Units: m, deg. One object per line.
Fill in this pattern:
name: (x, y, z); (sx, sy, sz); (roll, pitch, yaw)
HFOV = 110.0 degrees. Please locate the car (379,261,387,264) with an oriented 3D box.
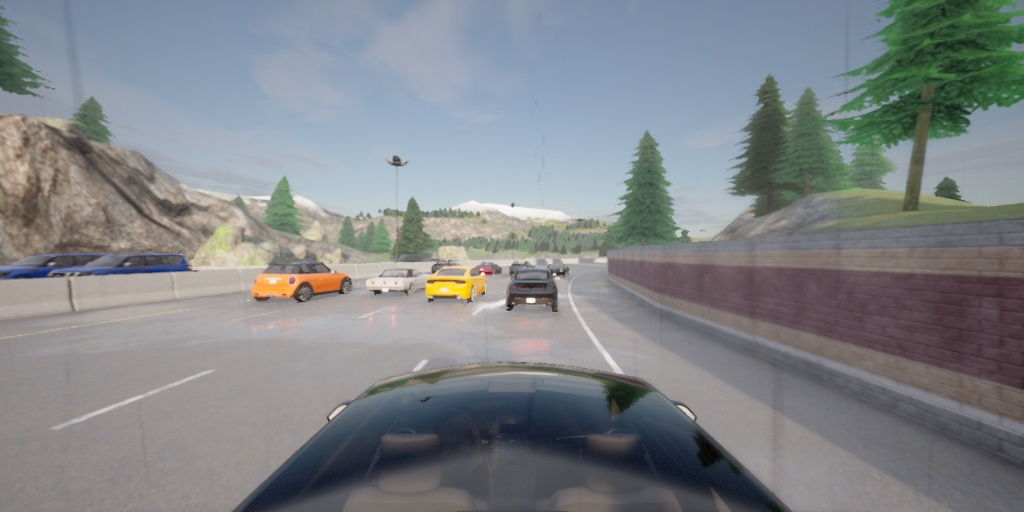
car: (-20.203, 1.167, 60.391); (1.895, 1.301, 4.718); (0, 0, 22)

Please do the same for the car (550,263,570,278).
car: (4.251, 1.298, 33.306); (1.895, 1.301, 4.718); (0, 0, 14)

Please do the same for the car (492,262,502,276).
car: (-2.335, 1.236, 35.667); (1.994, 1.385, 4.181); (0, 0, 14)

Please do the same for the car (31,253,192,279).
car: (-19.976, 0.876, 18.665); (2.150, 2.045, 5.566); (0, 0, 7)

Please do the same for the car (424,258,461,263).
car: (-6.146, 1.154, 34.846); (2.128, 1.511, 4.902); (0, 0, 14)

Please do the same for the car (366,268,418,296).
car: (-5.642, 1.298, 18.969); (1.895, 1.301, 4.718); (0, 0, 8)

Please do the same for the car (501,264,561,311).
car: (0.876, 1.231, 14.368); (1.837, 1.490, 4.892); (0, 0, 6)

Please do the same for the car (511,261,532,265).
car: (1.058, 1.176, 34.846); (2.128, 1.511, 4.902); (0, 0, 14)

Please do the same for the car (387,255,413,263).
car: (-17.211, 0.801, 58.408); (2.150, 2.045, 5.566); (0, 0, 21)

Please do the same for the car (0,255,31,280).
car: (-23.516, 0.865, 18.501); (2.150, 2.045, 5.566); (0, 0, 7)

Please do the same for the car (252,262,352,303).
car: (-9.414, 1.043, 16.563); (2.097, 1.767, 4.553); (0, 0, 6)

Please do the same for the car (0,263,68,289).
car: (-30.170, 1.181, 21.382); (1.994, 1.385, 4.181); (0, 0, 7)

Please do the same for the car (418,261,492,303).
car: (-2.400, 1.189, 16.550); (1.882, 1.535, 5.008); (0, 0, 6)

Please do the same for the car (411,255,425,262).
car: (-13.645, 1.095, 57.871); (1.837, 1.490, 4.892); (0, 0, 22)
